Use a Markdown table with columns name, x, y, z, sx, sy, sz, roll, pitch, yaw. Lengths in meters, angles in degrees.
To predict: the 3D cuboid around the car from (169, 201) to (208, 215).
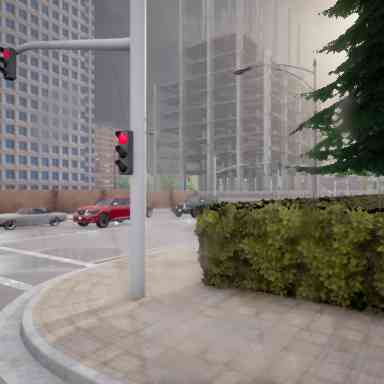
| name | x | y | z | sx | sy | sz | roll | pitch | yaw |
| --- | --- | --- | --- | --- | --- | --- | --- | --- | --- |
| car | -0.300 | 1.656 | 36.430 | 1.895 | 1.301 | 4.718 | 0 | 0 | 36 |

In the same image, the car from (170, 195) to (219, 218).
| name | x | y | z | sx | sy | sz | roll | pitch | yaw |
| --- | --- | --- | --- | --- | --- | --- | --- | --- | --- |
| car | 0.539 | 1.277 | 31.582 | 2.150 | 2.045 | 5.566 | 0 | 0 | 36 |

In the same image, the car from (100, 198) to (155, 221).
| name | x | y | z | sx | sy | sz | roll | pitch | yaw |
| --- | --- | --- | --- | --- | --- | --- | --- | --- | --- |
| car | -5.526 | 1.407 | 29.115 | 2.097 | 1.767 | 4.553 | 0 | 0 | 35 |

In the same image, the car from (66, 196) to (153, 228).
| name | x | y | z | sx | sy | sz | roll | pitch | yaw |
| --- | --- | --- | --- | --- | --- | --- | --- | --- | --- |
| car | -5.495 | 1.277 | 23.153 | 2.150 | 2.045 | 5.566 | 0 | 0 | 33 |

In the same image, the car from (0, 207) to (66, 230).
| name | x | y | z | sx | sy | sz | roll | pitch | yaw |
| --- | --- | --- | --- | --- | --- | --- | --- | --- | --- |
| car | -10.737 | 1.656 | 21.785 | 1.895 | 1.301 | 4.718 | 0 | 0 | 35 |
